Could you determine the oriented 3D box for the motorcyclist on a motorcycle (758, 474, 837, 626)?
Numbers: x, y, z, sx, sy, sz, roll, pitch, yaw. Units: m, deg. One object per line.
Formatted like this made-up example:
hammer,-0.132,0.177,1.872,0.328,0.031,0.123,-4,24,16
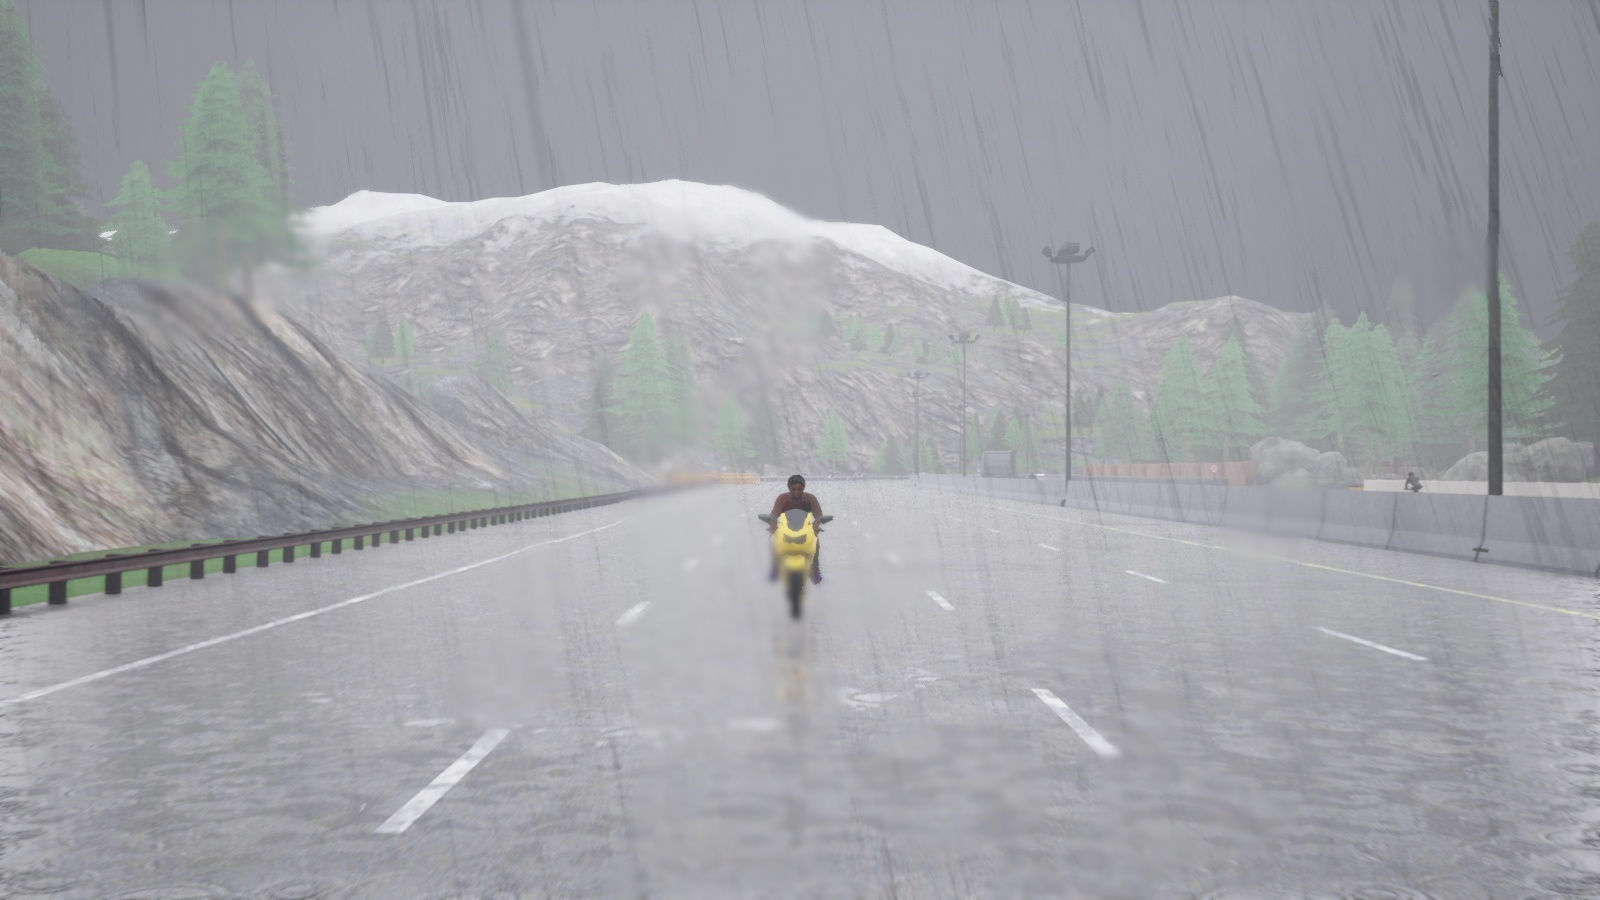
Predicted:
motorcyclist on a motorcycle,-0.031,1.027,13.716,0.797,1.523,2.044,0,-1,0
